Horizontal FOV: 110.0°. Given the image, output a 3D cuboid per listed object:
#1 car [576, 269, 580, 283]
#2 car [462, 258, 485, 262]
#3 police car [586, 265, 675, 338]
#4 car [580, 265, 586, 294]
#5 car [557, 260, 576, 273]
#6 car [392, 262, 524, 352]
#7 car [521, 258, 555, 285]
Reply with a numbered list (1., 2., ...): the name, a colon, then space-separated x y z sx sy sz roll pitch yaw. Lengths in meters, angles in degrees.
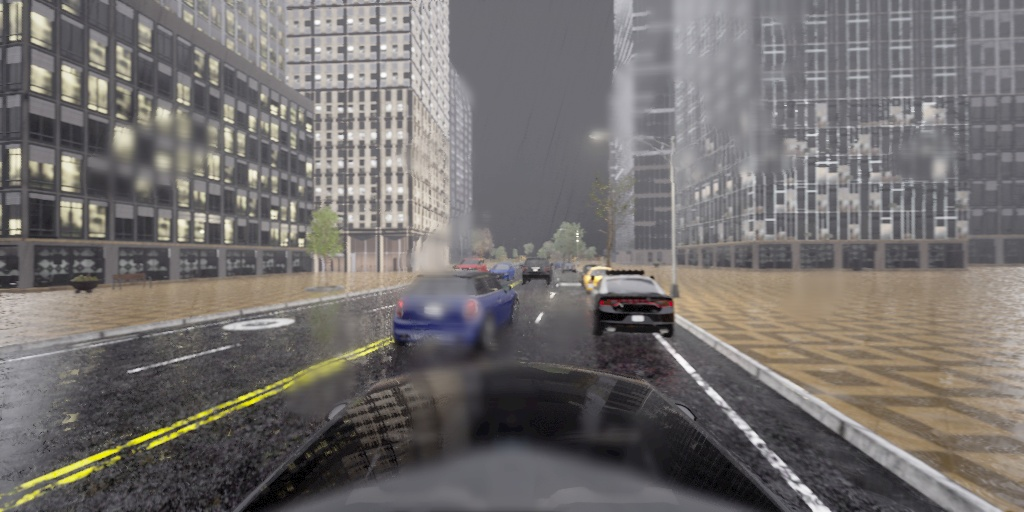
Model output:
1. car: 5.982 1.393 26.548 1.837 1.490 4.892 0 0 8
2. car: -3.868 1.214 34.726 2.150 2.045 5.566 0 0 7
3. police car: 3.318 1.218 10.627 1.930 1.638 5.238 0 0 11
4. car: 5.087 1.308 20.712 1.801 1.575 5.366 0 0 9
5. car: 7.552 1.578 47.903 2.033 1.411 5.357 0 0 5
6. car: -1.176 1.159 9.393 2.097 1.767 4.553 0 0 11
7. car: 2.075 1.143 28.695 2.150 2.045 5.566 0 0 8
